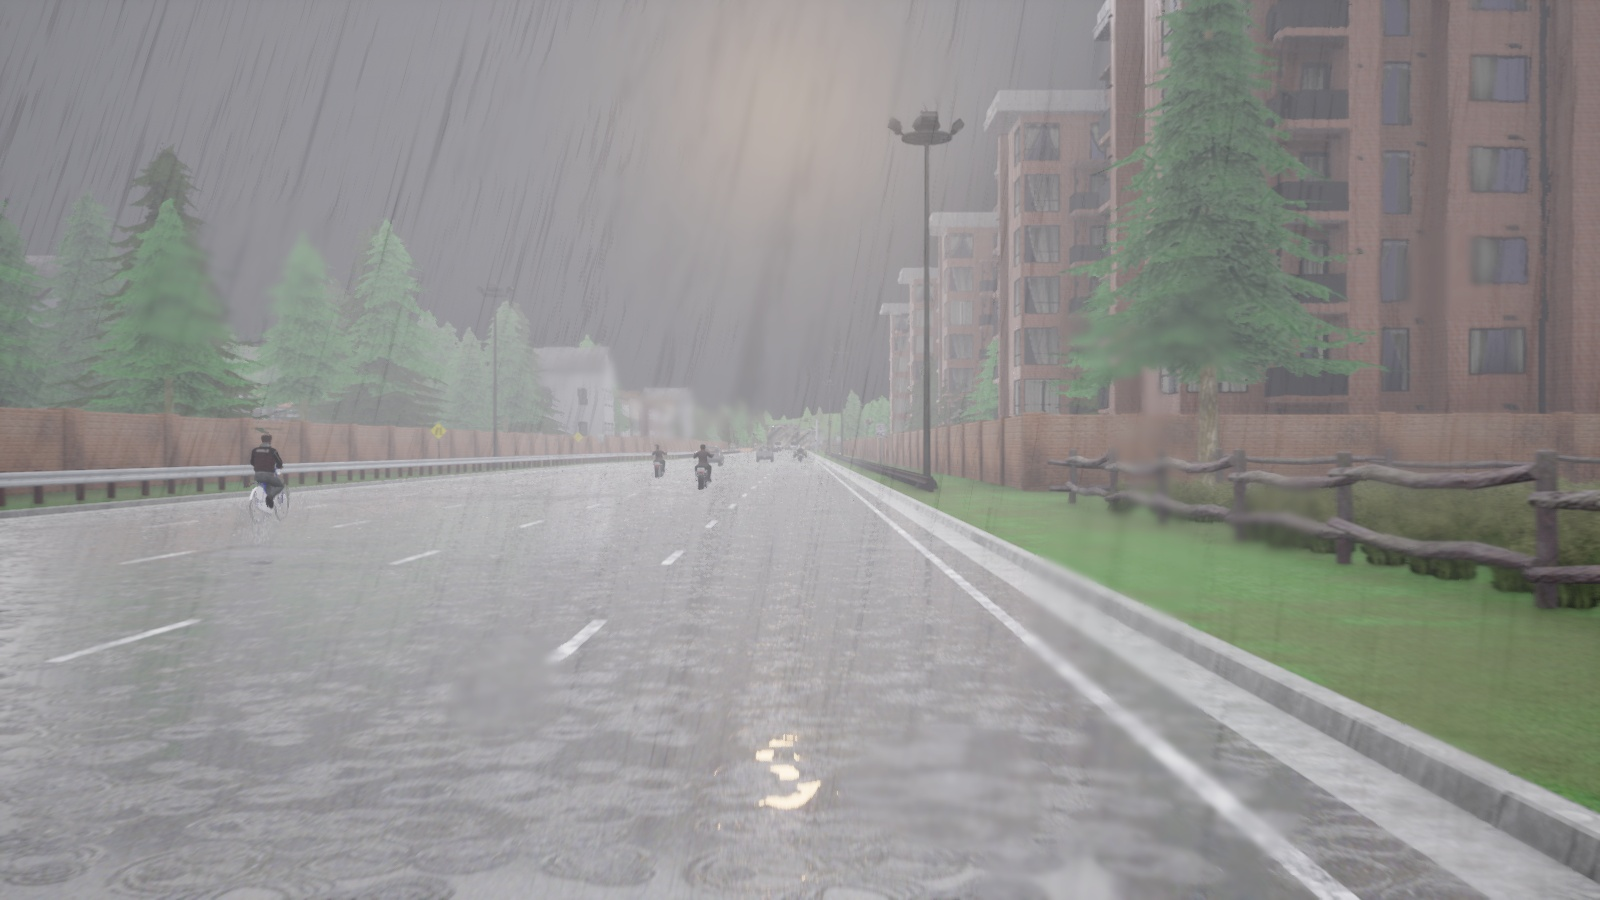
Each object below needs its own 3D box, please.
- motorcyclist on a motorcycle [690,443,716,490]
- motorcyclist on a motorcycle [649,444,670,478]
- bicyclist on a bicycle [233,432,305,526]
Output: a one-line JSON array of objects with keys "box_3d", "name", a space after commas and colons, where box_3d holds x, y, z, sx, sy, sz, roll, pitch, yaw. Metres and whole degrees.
[{"box_3d": [-3.466, 0.583, 45.117, 0.766, 1.649, 2.350, 0, 0, 0], "name": "motorcyclist on a motorcycle"}, {"box_3d": [-6.958, 0.538, 62.219, 0.766, 1.649, 2.350, 0, 0, 0], "name": "motorcyclist on a motorcycle"}, {"box_3d": [-10.441, 0.548, 24.765, 0.659, 1.776, 1.843, 0, 0, -1], "name": "bicyclist on a bicycle"}]
